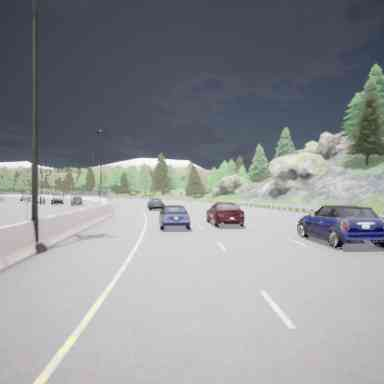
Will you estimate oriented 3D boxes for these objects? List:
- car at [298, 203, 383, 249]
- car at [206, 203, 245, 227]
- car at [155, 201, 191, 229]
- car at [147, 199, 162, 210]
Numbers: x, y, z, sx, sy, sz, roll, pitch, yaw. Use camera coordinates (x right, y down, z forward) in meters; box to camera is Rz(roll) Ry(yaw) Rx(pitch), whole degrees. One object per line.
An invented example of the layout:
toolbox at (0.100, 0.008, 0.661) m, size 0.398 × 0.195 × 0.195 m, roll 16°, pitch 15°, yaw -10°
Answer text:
car at (6.420, 1.330, 14.675) m, size 2.097 × 1.767 × 4.553 m, roll 0°, pitch 0°, yaw -4°
car at (2.164, 1.460, 22.622) m, size 1.882 × 1.535 × 5.008 m, roll 0°, pitch 0°, yaw -6°
car at (-1.175, 1.537, 21.324) m, size 2.033 × 1.411 × 5.357 m, roll 0°, pitch 0°, yaw -6°
car at (-4.626, 1.548, 42.192) m, size 1.994 × 1.385 × 4.181 m, roll 0°, pitch 0°, yaw -12°
